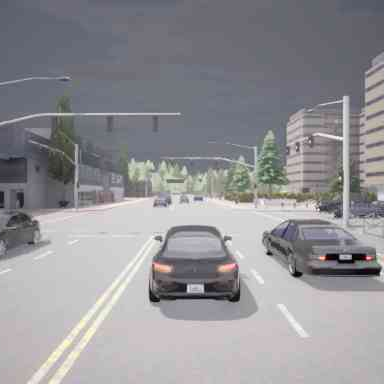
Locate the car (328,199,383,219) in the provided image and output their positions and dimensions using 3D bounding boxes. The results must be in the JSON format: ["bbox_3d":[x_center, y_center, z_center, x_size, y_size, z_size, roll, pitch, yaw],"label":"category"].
[{"bbox_3d":[14.399,1.564,28.624,4.181,1.385,1.994,0,0,-2],"label":"car"}]

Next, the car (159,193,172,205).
[{"bbox_3d":[-5.017,1.221,59.772,2.150,2.045,5.566,0,0,-1],"label":"car"}]

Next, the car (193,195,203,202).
[{"bbox_3d":[1.569,1.477,78.609,1.882,1.535,5.008,0,0,-1],"label":"car"}]

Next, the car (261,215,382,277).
[{"bbox_3d":[3.533,1.547,10.177,2.033,1.411,5.357,0,0,0],"label":"car"}]

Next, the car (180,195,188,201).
[{"bbox_3d":[-2.190,1.552,88.593,1.994,1.385,4.181,0,0,-1],"label":"car"}]

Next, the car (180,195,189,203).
[{"bbox_3d":[-1.575,1.547,68.866,2.033,1.411,5.357,0,0,-1],"label":"car"}]

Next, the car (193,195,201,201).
[{"bbox_3d":[1.307,1.500,88.747,1.837,1.490,4.892,0,0,-1],"label":"car"}]

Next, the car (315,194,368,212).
[{"bbox_3d":[16.286,1.222,35.903,5.566,2.045,2.150,0,0,-2],"label":"car"}]

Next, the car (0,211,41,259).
[{"bbox_3d":[-7.335,1.505,12.521,1.837,1.490,4.892,1,0,-3],"label":"car"}]

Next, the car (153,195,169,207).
[{"bbox_3d":[-4.780,1.525,50.346,1.812,1.442,4.674,0,0,-2],"label":"car"}]

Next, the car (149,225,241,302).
[{"bbox_3d":[0.036,1.526,8.120,1.812,1.442,4.674,0,0,-1],"label":"car"}]

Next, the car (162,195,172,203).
[{"bbox_3d":[-5.216,1.499,70.132,1.837,1.490,4.892,0,0,-1],"label":"car"}]
